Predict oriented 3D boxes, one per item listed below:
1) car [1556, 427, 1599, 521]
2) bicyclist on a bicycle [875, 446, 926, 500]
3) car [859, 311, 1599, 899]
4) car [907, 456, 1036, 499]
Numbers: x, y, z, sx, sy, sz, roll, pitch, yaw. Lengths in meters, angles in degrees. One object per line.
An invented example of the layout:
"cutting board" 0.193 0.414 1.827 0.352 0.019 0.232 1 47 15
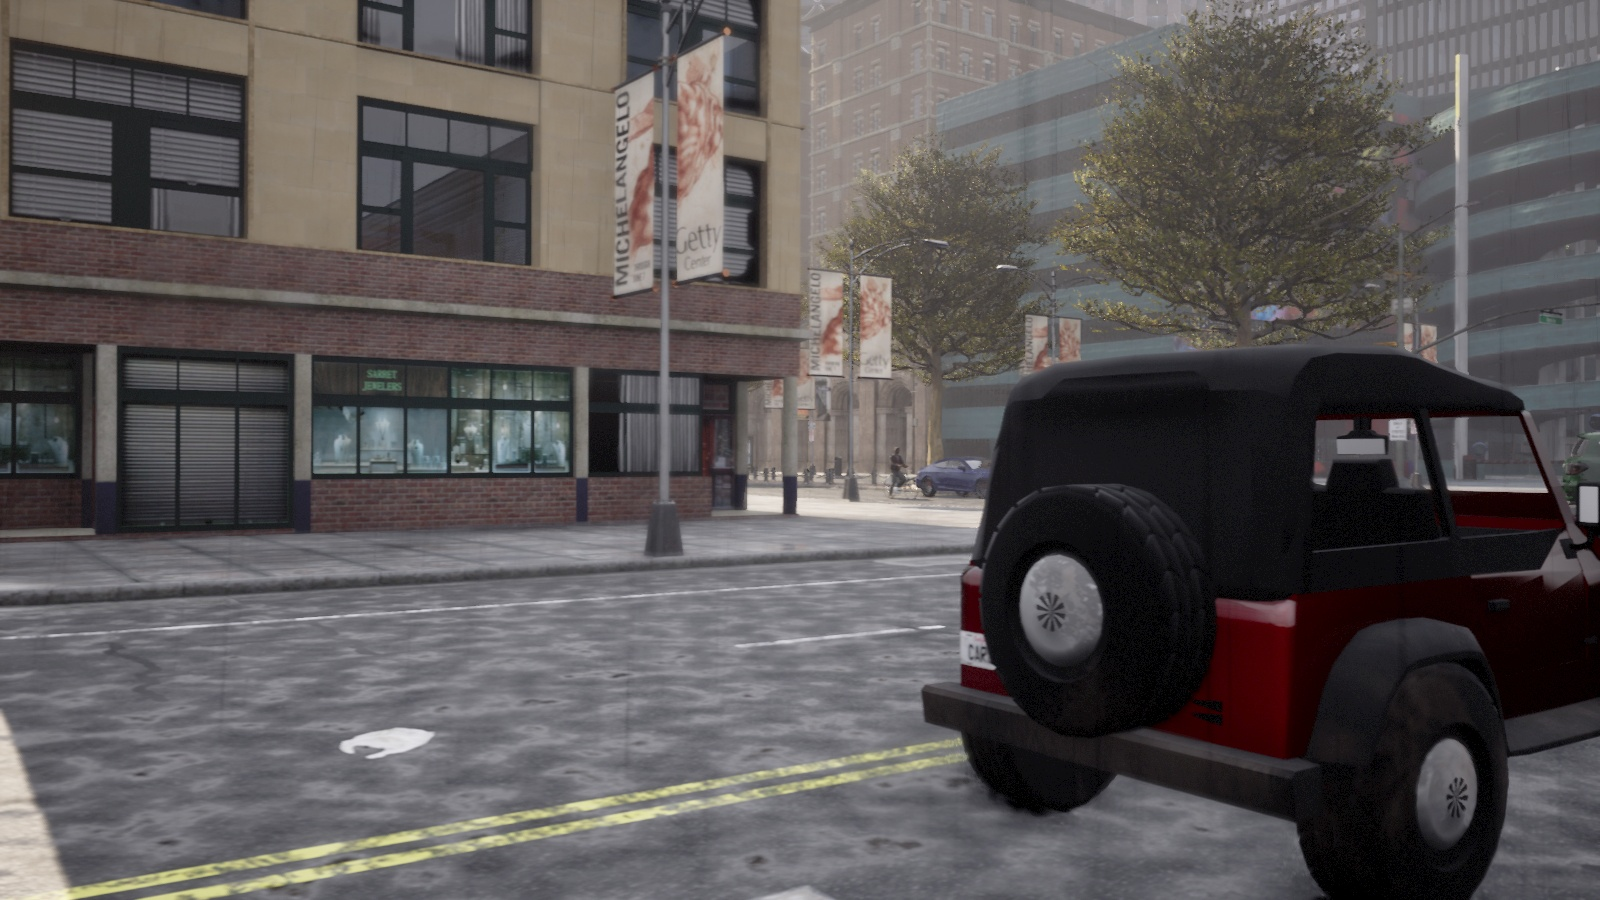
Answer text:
"car" 19.778 0.544 27.428 5.566 2.045 2.150 1 0 32
"bicyclist on a bicycle" 3.334 0.762 41.819 0.659 1.776 1.843 0 0 -35
"car" 2.368 0.559 5.308 3.866 1.878 1.905 0 0 -35
"car" 5.962 0.923 44.121 1.812 1.442 4.674 0 0 -35
